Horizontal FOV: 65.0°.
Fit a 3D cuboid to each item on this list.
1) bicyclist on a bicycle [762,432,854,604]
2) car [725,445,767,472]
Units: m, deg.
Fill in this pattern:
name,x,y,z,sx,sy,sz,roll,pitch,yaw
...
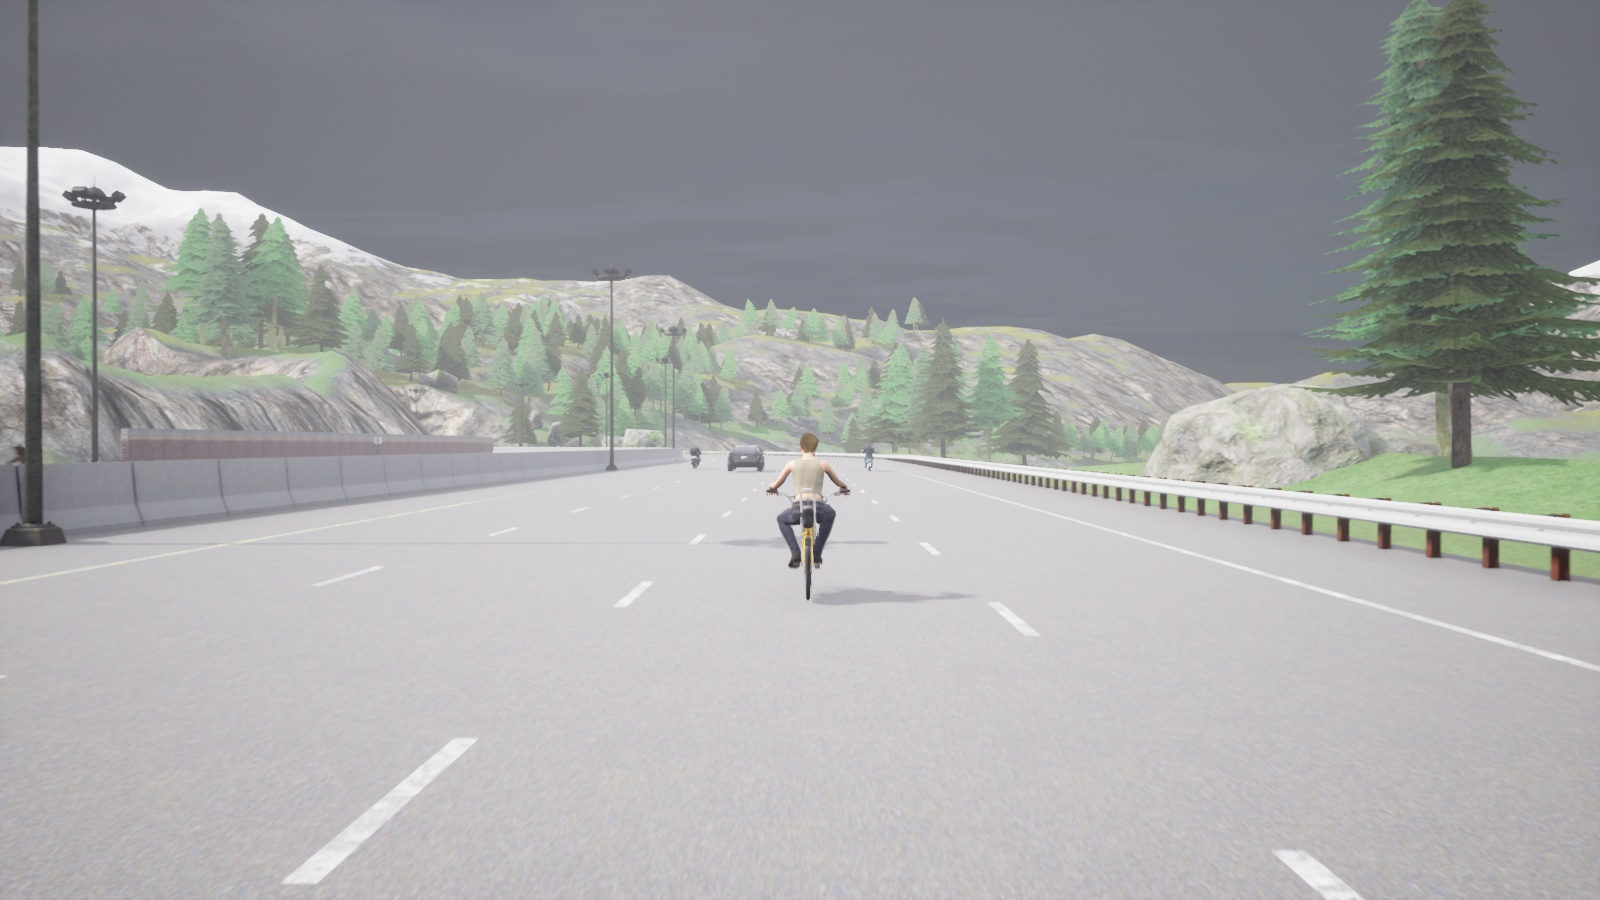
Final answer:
name,x,y,z,sx,sy,sz,roll,pitch,yaw
bicyclist on a bicycle,0.082,0.634,12.521,0.866,1.612,1.509,0,0,1
car,-3.074,0.457,72.369,2.163,1.488,4.792,0,0,0
